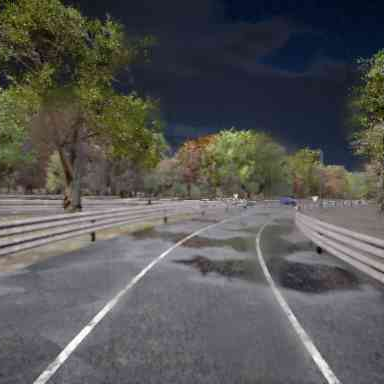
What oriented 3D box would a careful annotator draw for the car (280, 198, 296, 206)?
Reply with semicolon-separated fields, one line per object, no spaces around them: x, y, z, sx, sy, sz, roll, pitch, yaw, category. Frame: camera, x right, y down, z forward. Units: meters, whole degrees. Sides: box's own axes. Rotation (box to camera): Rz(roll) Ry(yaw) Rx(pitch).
23.403;2.397;81.086;2.150;2.045;5.566;2;0;41;car

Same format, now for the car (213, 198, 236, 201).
6.115;2.046;66.499;1.882;1.535;5.008;2;0;41;car

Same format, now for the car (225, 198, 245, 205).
9.909;2.222;76.216;2.128;1.511;4.902;2;0;41;car

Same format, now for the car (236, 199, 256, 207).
11.248;2.291;67.083;1.994;1.385;4.181;2;0;41;car
